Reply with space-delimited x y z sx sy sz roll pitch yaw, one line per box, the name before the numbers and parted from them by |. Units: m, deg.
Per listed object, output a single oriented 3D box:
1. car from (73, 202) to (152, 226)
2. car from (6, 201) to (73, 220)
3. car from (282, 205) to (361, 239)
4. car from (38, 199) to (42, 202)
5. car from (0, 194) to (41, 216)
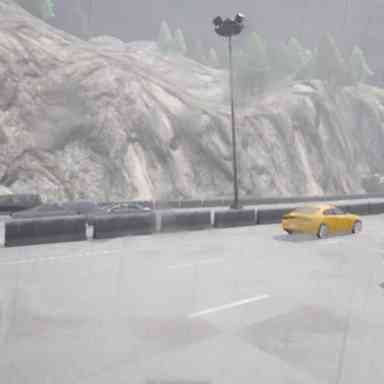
car | -4.887 1.471 21.938 4.902 1.511 2.128 0 0 -35
car | -10.008 1.553 22.613 4.181 1.385 1.994 0 0 -35
car | 6.796 1.436 17.197 5.008 1.535 1.882 0 0 -36
car | -9.387 1.529 27.332 5.357 1.411 2.033 0 0 -35
car | -15.244 1.215 27.488 5.566 2.045 2.150 0 0 -35
